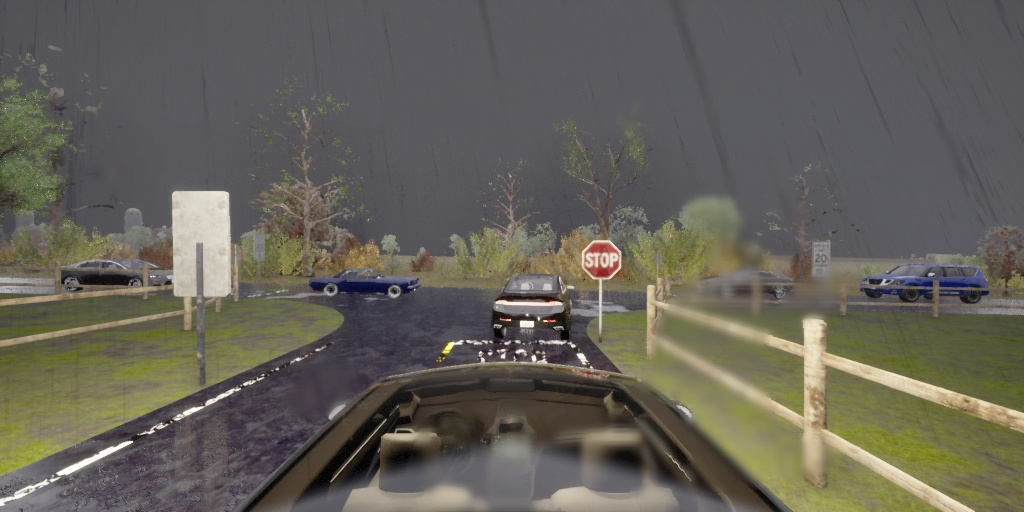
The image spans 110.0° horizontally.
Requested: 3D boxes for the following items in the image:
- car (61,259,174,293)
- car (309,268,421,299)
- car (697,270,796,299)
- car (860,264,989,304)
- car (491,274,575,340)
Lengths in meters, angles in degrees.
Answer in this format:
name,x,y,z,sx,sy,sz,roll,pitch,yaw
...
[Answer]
name,x,y,z,sx,sy,sz,roll,pitch,yaw
car,-18.494,0.885,17.087,4.902,1.511,2.128,1,1,0
car,-6.826,1.248,17.074,4.718,1.301,1.895,1,1,0
car,12.999,1.525,20.006,4.902,1.511,2.128,1,1,0
car,22.894,1.466,19.998,5.566,2.045,2.150,1,1,0
car,0.704,1.240,10.044,2.128,1.511,4.902,0,0,9
